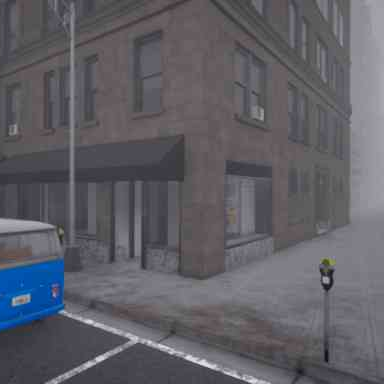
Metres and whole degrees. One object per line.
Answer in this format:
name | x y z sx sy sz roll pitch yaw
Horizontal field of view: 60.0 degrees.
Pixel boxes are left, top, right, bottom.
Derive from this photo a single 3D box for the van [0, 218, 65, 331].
van | -3.995 1.338 5.926 3.998 1.788 1.690 0 0 35
